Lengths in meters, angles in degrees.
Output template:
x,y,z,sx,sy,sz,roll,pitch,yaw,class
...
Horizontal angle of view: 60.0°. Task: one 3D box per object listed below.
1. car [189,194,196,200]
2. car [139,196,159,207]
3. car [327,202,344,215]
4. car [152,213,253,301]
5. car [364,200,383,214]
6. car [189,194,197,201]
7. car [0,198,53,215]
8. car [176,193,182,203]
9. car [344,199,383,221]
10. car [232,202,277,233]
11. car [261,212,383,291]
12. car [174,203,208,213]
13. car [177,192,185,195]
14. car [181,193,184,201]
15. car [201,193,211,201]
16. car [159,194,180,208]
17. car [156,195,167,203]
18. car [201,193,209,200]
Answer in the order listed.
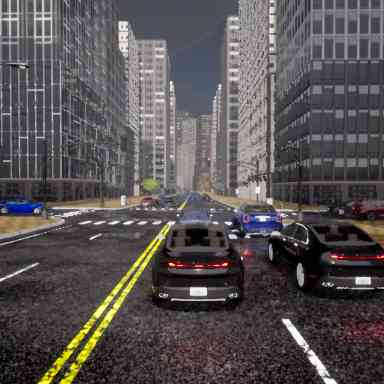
x,y,z,sx,sy,sz,roll,pitch,yaw,class
0.236,1.220,89.779,1.882,1.535,5.008,0,0,0,car
-6.459,1.491,49.065,1.812,1.442,4.674,0,0,2,car
16.517,1.617,34.309,4.892,1.490,1.837,1,1,1,car
0.120,1.501,8.261,1.837,1.490,4.892,0,0,0,car
21.906,1.643,36.800,4.829,1.417,1.752,1,0,1,car
0.209,1.396,79.361,1.882,1.535,5.008,0,0,0,car
-15.887,1.353,31.717,5.008,1.535,1.882,1,1,1,car
-3.182,1.460,57.631,1.837,1.490,4.892,0,0,0,car
16.276,1.519,28.529,5.009,1.841,2.192,1,0,1,car
3.396,1.342,18.051,2.097,1.767,4.553,0,0,0,car
3.374,1.500,8.968,1.837,1.490,4.892,0,0,0,car
0.147,1.538,17.816,2.033,1.411,5.357,0,0,0,car
-3.031,1.132,83.316,2.150,2.045,5.566,0,0,0,car
-3.084,1.467,68.494,1.812,1.442,4.674,0,0,1,car
3.459,1.396,79.350,1.882,1.535,5.008,0,0,0,car
-3.214,1.471,48.292,1.837,1.490,4.892,0,0,0,car
-6.321,1.418,69.160,1.882,1.535,5.008,0,0,0,car
3.486,1.097,89.739,2.097,1.767,4.553,0,0,0,car
